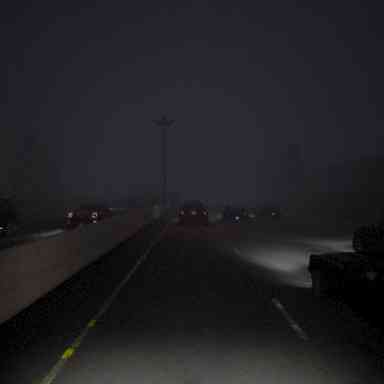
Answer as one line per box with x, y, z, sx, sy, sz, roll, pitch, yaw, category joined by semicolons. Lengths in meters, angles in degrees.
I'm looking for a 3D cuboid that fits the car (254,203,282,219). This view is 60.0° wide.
7.126;1.744;31.414;1.812;1.442;4.674;0;0;0;car

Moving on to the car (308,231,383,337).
3.606;1.641;5.635;1.895;1.301;4.718;0;0;0;car

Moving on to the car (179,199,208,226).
0.121;1.528;25.299;2.097;1.767;4.553;0;0;0;car

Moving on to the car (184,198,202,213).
0.135;1.639;41.572;2.097;1.767;4.553;0;0;0;car

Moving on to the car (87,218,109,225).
-7.079;1.513;23.374;2.097;1.767;4.553;0;0;0;car

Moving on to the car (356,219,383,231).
7.113;1.428;10.700;2.097;1.767;4.553;0;0;0;car

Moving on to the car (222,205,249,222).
3.624;1.801;28.814;1.895;1.301;4.718;0;0;0;car
